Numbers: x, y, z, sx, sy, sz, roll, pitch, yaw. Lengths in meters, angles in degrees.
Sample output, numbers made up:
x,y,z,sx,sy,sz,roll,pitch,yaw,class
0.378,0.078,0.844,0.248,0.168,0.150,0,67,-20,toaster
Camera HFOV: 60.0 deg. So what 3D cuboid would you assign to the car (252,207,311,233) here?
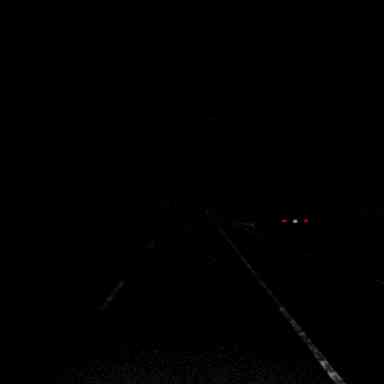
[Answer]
x,y,z,sx,sy,sz,roll,pitch,yaw,class
5.146,1.590,19.863,2.033,1.411,5.357,0,0,-6,car
